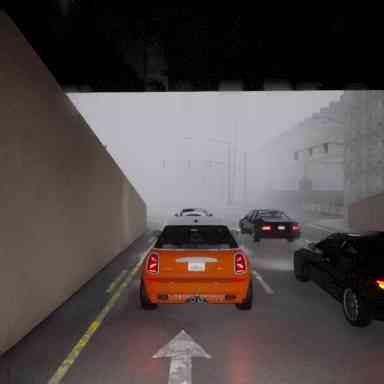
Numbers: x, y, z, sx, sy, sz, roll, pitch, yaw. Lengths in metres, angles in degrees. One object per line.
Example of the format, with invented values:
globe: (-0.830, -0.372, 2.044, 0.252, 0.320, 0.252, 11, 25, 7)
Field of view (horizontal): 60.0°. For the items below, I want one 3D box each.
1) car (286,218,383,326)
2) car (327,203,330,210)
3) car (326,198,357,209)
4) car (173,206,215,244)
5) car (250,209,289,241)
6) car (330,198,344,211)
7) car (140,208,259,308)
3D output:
car: (3.584, 1.526, 6.914, 1.812, 1.442, 4.674, 0, 0, 0)
car: (17.522, 1.453, 38.907, 2.038, 1.542, 4.974, 0, 0, 45)
car: (17.558, 1.295, 38.944, 1.853, 1.218, 4.536, 0, 0, 45)
car: (0.093, 1.526, 16.735, 1.812, 1.442, 4.674, 0, 0, 0)
car: (3.626, 1.547, 16.406, 2.033, 1.411, 5.357, 0, 0, -3)
car: (17.419, 1.453, 34.300, 2.038, 1.542, 4.974, 0, 0, -35)
car: (0.086, 1.352, 8.057, 2.097, 1.767, 4.553, 0, 0, 0)
